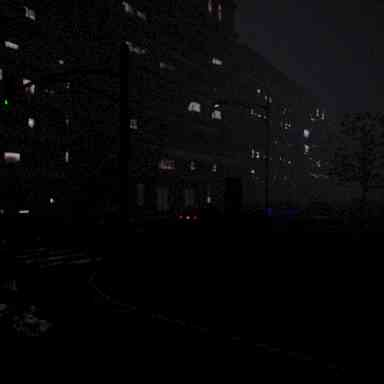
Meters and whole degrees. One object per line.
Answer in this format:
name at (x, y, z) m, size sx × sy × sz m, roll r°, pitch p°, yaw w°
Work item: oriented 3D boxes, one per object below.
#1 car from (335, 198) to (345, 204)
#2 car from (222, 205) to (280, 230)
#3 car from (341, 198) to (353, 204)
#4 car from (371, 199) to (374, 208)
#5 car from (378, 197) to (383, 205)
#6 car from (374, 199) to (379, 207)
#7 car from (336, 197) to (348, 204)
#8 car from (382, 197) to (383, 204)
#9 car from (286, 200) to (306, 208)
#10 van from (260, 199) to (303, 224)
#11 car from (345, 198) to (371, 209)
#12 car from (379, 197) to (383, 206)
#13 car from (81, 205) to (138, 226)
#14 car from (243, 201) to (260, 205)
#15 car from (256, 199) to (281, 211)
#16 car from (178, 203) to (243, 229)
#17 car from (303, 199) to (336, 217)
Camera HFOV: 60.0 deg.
car at (33.609, 2.167, 77.233) m, size 1.947 × 1.339 × 4.313 m, roll 1°, pitch 0°, yaw 36°
car at (4.204, 1.821, 23.277) m, size 1.947 × 1.339 × 4.313 m, roll 1°, pitch 0°, yaw 36°
car at (40.081, 2.211, 86.000) m, size 1.752 × 1.417 × 4.829 m, roll 1°, pitch 0°, yaw 36°
car at (30.489, 2.197, 58.893) m, size 1.802 × 1.307 × 4.206 m, roll 1°, pitch 0°, yaw 36°
car at (46.922, 2.145, 81.155) m, size 2.192 × 1.841 × 5.009 m, roll 1°, pitch 0°, yaw 36°
car at (33.776, 2.098, 63.346) m, size 1.967 × 1.590 × 4.097 m, roll 1°, pitch 0°, yaw 36°
car at (36.897, 2.084, 81.685) m, size 1.967 × 1.590 × 4.097 m, roll 1°, pitch 0°, yaw 36°
car at (40.347, 2.296, 72.251) m, size 2.008 × 1.369 × 4.403 m, roll 1°, pitch 0°, yaw 36°
car at (17.181, 1.965, 54.972) m, size 1.802 × 1.307 × 4.206 m, roll 1°, pitch 0°, yaw 36°
van at (7.492, 1.642, 27.729) m, size 1.690 × 1.788 × 3.998 m, roll 1°, pitch 0°, yaw 36°
car at (27.207, 1.886, 54.442) m, size 2.192 × 1.841 × 5.009 m, roll 1°, pitch 0°, yaw 36°
car at (37.061, 2.246, 67.798) m, size 1.887 × 1.381 × 4.507 m, roll 1°, pitch 0°, yaw 36°
car at (-5.819, 1.617, 23.807) m, size 2.008 × 1.369 × 4.403 m, roll 1°, pitch 0°, yaw 36°
car at (7.324, 1.830, 41.616) m, size 1.802 × 1.307 × 4.206 m, roll 1°, pitch 0°, yaw 36°
car at (10.611, 1.734, 46.068) m, size 1.967 × 1.590 × 4.097 m, roll 1°, pitch 0°, yaw 36°
car at (1.245, 1.746, 23.700) m, size 2.033 × 1.411 × 5.357 m, roll 1°, pitch 0°, yaw 37°
car at (14.063, 1.832, 36.634) m, size 1.967 × 1.590 × 4.097 m, roll 1°, pitch 0°, yaw 36°
